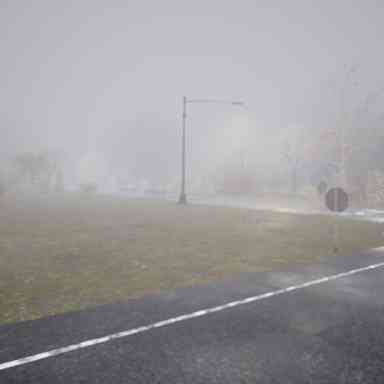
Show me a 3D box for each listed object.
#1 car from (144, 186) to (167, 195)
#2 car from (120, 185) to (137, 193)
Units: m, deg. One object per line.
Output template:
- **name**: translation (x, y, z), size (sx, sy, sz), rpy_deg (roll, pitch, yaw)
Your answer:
- **car**: translation (-6.090, -0.280, 55.293), size (2.033, 1.411, 5.357), rpy_deg (0, 2, -36)
- **car**: translation (-12.163, -0.637, 63.762), size (1.812, 1.442, 4.674), rpy_deg (0, 2, -36)
